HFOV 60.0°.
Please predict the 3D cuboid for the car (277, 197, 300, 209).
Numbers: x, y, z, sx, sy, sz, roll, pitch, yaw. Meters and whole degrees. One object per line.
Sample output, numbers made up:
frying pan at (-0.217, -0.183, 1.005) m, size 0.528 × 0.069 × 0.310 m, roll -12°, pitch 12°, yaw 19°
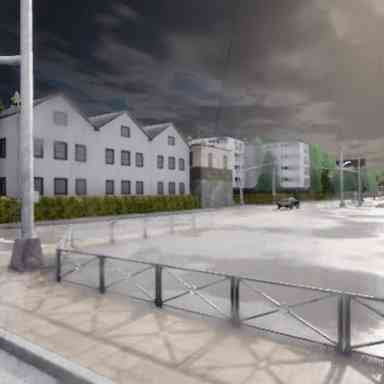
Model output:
car at (12.520, 1.435, 42.936) m, size 2.128 × 1.511 × 4.902 m, roll -1°, pitch 0°, yaw 32°
